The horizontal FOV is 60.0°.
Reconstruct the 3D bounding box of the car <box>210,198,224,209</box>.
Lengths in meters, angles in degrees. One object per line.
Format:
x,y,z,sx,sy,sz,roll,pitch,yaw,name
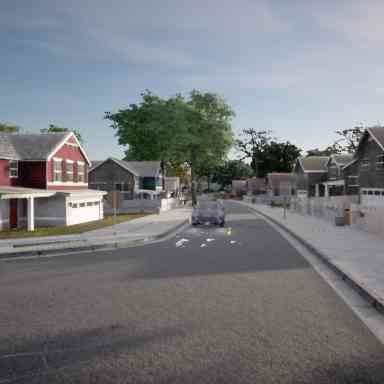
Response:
3.579,1.610,48.098,1.812,1.442,4.674,0,0,4,car

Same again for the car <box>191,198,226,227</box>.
1.208,1.363,22.678,2.097,1.767,4.553,0,0,7,car
